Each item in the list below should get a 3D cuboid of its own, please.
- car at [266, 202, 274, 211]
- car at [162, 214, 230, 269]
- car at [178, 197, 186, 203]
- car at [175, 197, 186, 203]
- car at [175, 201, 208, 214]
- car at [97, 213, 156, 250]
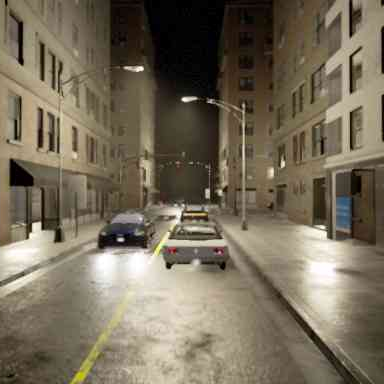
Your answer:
[{"bbox_3d":[12.302,1.582,43.378,5.009,1.841,2.192,0,-1,0],"label":"car"},{"bbox_3d":[0.112,1.662,11.380,1.895,1.301,4.718,0,0,0],"label":"car"},{"bbox_3d":[-2.677,2.003,88.666,2.128,1.511,4.902,0,0,0],"label":"car"},{"bbox_3d":[-2.690,1.817,73.079,2.097,1.767,4.553,0,0,0],"label":"car"},{"bbox_3d":[0.124,1.621,23.144,2.128,1.511,4.902,0,0,-1],"label":"car"},{"bbox_3d":[-2.740,1.644,14.696,1.994,1.385,4.181,0,0,0],"label":"car"}]
